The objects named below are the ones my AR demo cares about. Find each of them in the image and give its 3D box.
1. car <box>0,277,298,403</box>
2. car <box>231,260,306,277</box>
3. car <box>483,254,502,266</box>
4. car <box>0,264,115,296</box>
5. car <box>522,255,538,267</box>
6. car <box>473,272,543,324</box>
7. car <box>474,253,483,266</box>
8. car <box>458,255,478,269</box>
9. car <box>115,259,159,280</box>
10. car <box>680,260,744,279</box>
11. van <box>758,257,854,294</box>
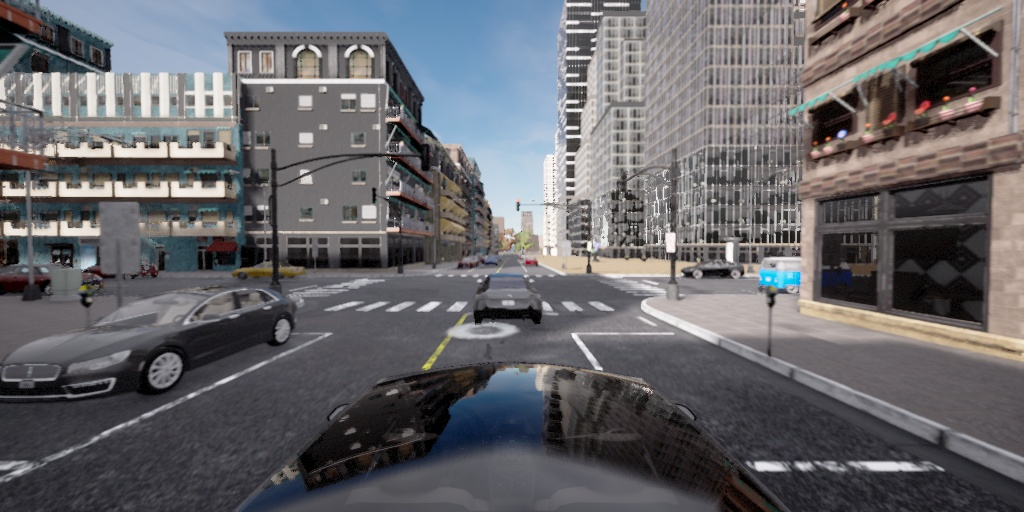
[{"bbox_3d":[-5.687,1.249,6.398,2.007,1.370,4.403,0,0,0],"label":"car"},{"bbox_3d":[-17.854,0.981,26.394,4.829,1.417,1.751,0,0,0],"label":"car"},{"bbox_3d":[-3.011,0.742,53.231,2.033,1.411,5.357,0,1,0],"label":"car"},{"bbox_3d":[-23.215,1.124,18.015,4.097,1.591,1.967,0,0,0],"label":"car"},{"bbox_3d":[2.714,0.773,50.158,1.888,1.381,4.507,0,0,0],"label":"car"},{"bbox_3d":[-0.196,1.214,11.541,1.994,1.385,4.181,0,0,-3],"label":"car"},{"bbox_3d":[-5.634,0.667,50.111,1.967,1.591,4.097,0,0,0],"label":"car"},{"bbox_3d":[-5.640,0.833,44.462,1.888,1.381,4.507,0,0,0],"label":"car"},{"bbox_3d":[-28.752,0.923,26.390,4.097,1.591,1.967,0,0,0],"label":"car"},{"bbox_3d":[14.705,0.953,26.407,4.313,1.339,1.948,0,0,0],"label":"car"},{"bbox_3d":[14.708,0.943,18.029,3.998,1.789,1.690,0,0,0],"label":"van"}]
